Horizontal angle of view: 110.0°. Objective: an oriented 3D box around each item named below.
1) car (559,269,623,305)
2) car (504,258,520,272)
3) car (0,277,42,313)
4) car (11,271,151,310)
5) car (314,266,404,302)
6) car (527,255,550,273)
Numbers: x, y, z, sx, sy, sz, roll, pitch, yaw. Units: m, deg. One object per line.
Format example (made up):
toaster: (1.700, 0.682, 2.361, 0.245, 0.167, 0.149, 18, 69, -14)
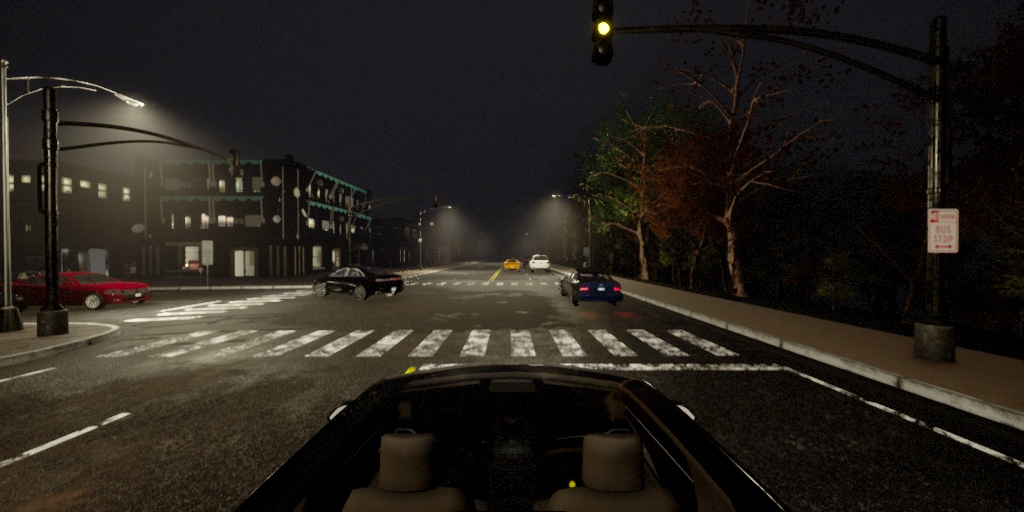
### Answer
car: (3.323, 1.285, 15.900, 2.033, 1.411, 5.357, 0, 0, 0)
car: (0.014, 1.184, 45.960, 1.882, 1.535, 5.008, 0, 0, 0)
car: (-19.968, 1.558, 12.542, 4.313, 1.339, 1.948, 0, 0, 0)
car: (-18.448, 1.423, 15.265, 5.008, 1.535, 1.882, -1, 1, -1)
car: (-7.311, 1.230, 16.930, 4.902, 1.511, 2.128, 0, 0, 30)
car: (3.269, 0.931, 43.186, 2.150, 2.045, 5.566, 0, 0, 0)
